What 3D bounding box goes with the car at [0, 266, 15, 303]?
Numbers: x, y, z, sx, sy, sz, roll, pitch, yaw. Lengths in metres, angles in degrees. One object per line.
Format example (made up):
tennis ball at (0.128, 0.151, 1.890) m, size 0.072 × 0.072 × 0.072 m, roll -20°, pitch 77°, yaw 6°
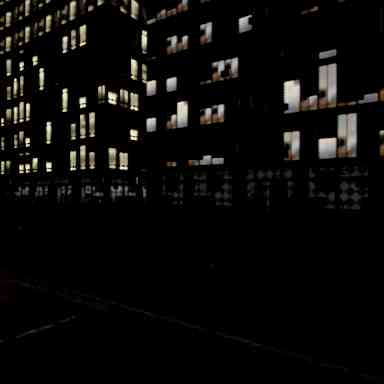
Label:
car at (-5.492, 1.527, 6.800) m, size 4.829 × 1.417 × 1.752 m, roll 0°, pitch 0°, yaw 36°
